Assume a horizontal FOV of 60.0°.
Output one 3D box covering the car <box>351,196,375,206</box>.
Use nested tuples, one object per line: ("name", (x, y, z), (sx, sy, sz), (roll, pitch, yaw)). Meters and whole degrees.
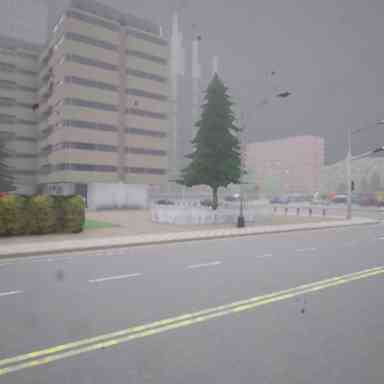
("car", (41.417, 2.009, 81.367), (1.932, 1.855, 4.605), (1, 0, -36))

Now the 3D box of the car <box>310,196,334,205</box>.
("car", (27.715, 2.072, 71.475), (1.970, 1.475, 3.806), (1, 0, -36))

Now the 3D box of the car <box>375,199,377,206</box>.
("car", (43.810, 2.250, 82.996), (1.784, 1.438, 3.905), (1, 0, -36))

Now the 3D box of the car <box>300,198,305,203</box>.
("car", (28.149, 1.950, 90.400), (1.932, 1.855, 4.605), (1, 0, -36))

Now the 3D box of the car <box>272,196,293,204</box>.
("car", (23.635, 2.133, 87.118), (1.970, 1.475, 3.806), (1, 0, -36))

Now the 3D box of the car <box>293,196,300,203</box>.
("car", (25.992, 2.132, 88.799), (1.784, 1.438, 3.905), (1, 0, -36))

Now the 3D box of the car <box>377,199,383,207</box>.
("car", (33.277, 1.771, 54.051), (1.932, 1.855, 4.605), (1, 0, -36))

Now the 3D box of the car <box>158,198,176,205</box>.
("car", (-4.901, 1.920, 65.055), (1.994, 1.385, 4.181), (1, -1, -35))

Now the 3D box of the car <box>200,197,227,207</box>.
("car", (3.461, 1.897, 59.320), (1.837, 1.490, 4.892), (1, 0, -35))
